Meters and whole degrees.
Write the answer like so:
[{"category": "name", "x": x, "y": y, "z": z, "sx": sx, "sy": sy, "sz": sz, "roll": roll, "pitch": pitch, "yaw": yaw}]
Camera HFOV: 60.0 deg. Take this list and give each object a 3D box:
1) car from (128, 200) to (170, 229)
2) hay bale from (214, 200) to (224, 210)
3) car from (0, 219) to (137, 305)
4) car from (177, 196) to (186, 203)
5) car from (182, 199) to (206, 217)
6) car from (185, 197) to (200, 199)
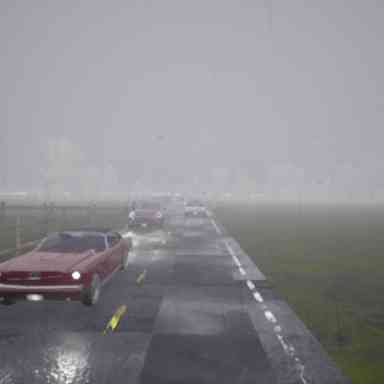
[{"category": "car", "x": -2.659, "y": 1.339, "z": 21.399, "sx": 2.097, "sy": 1.767, "sz": 4.553, "roll": 0, "pitch": 0, "yaw": 3}, {"category": "hay bale", "x": 3.481, "y": 1.642, "z": 42.831, "sx": 1.220, "sy": 1.180, "sz": 1.240, "roll": 1, "pitch": 1, "yaw": 0}, {"category": "car", "x": -2.797, "y": 1.590, "z": 8.176, "sx": 1.895, "sy": 1.301, "sz": 4.718, "roll": 0, "pitch": 0, "yaw": 1}, {"category": "car", "x": -2.168, "y": 1.442, "z": 69.348, "sx": 2.033, "sy": 1.411, "sz": 5.357, "roll": 0, "pitch": 0, "yaw": 0}, {"category": "car", "x": 0.310, "y": 1.589, "z": 31.065, "sx": 1.895, "sy": 1.301, "sz": 4.718, "roll": 0, "pitch": 0, "yaw": 1}, {"category": "car", "x": 0.438, "y": 1.479, "z": 45.664, "sx": 1.837, "sy": 1.490, "sz": 4.892, "roll": 0, "pitch": 0, "yaw": 1}]
